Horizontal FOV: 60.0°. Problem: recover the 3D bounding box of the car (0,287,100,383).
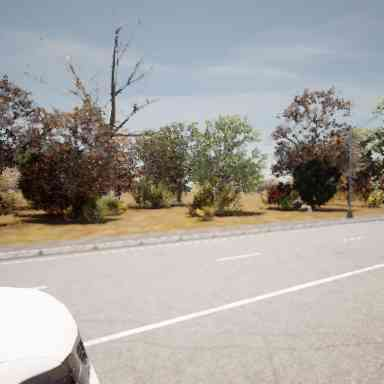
[{"bbox_3d":[-3.236,1.218,1.442,5.566,2.045,2.150,0,0,-36],"label":"car"}]
